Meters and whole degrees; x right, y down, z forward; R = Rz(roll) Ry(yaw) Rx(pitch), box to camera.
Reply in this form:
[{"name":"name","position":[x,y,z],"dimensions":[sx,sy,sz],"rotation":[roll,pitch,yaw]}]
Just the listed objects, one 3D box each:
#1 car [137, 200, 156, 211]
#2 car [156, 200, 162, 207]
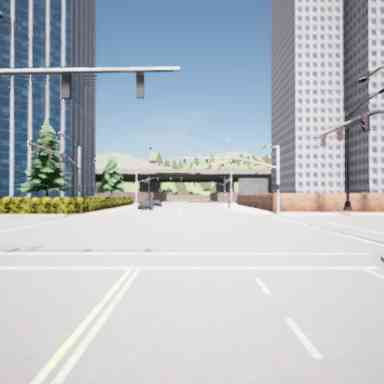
[{"name":"car","position":[-7.069,2.106,50.844],"dimensions":[1.994,1.385,4.181],"rotation":[0,-1,0]},{"name":"car","position":[-7.002,2.249,66.226],"dimensions":[2.033,1.411,5.357],"rotation":[0,0,0]}]
